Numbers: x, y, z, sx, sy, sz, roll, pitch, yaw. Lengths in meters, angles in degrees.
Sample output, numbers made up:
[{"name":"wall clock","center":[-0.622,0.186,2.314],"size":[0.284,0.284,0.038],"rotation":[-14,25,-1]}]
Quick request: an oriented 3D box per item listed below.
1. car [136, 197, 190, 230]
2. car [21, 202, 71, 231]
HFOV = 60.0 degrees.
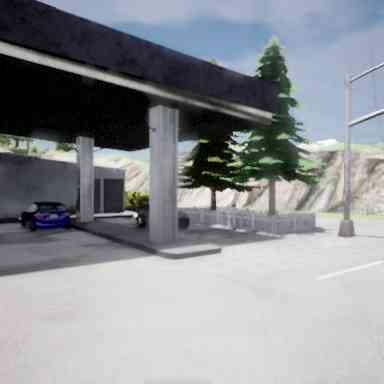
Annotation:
[{"name":"car","center":[-1.867,1.267,20.187],"size":[1.905,1.878,3.866],"rotation":[0,1,-36]},{"name":"car","center":[-8.997,1.404,20.387],"size":[2.242,1.667,4.611],"rotation":[0,1,-36]}]
